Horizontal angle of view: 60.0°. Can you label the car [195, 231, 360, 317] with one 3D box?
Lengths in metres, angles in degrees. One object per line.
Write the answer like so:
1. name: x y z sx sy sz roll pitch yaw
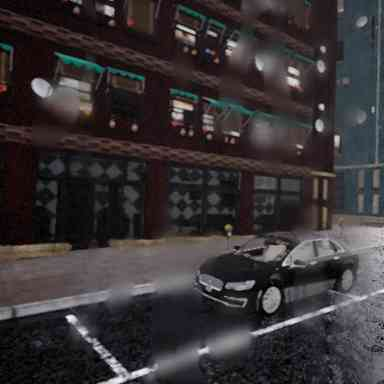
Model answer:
1. car: 2.105 1.625 7.580 4.403 1.369 2.008 1 2 -36
